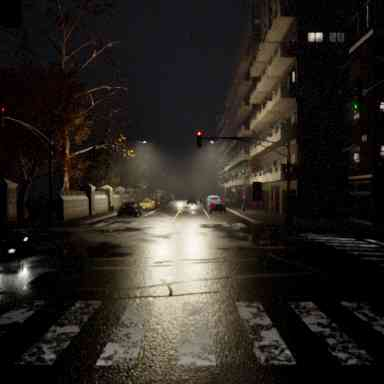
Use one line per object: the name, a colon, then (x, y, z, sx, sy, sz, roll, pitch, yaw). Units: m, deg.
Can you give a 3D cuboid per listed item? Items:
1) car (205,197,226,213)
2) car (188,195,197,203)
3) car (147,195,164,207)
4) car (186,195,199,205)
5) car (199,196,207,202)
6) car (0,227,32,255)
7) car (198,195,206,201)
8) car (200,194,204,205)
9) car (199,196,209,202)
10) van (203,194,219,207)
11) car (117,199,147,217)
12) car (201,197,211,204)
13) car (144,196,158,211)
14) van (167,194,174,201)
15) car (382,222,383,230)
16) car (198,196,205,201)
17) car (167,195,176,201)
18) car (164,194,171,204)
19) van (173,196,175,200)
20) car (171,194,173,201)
car: (2.696, 1.562, 36.513, 1.887, 1.381, 4.507, 0, 0, 0)
car: (0.006, 1.442, 70.019, 1.837, 1.490, 4.892, 0, 0, 0)
car: (-5.684, 1.345, 47.775, 2.192, 1.841, 5.009, 0, 0, 0)
car: (0.004, 1.594, 59.600, 2.033, 1.411, 5.357, 0, 0, 0)
car: (2.697, 1.632, 81.555, 1.887, 1.381, 4.507, 0, 0, 0)
car: (-8.241, 1.427, 11.362, 5.357, 1.411, 2.033, 1, 0, 17)
car: (2.698, 1.540, 87.185, 1.967, 1.590, 4.097, 0, 0, 0)
car: (2.697, 1.477, 53.405, 1.967, 1.590, 4.097, 0, 0, 0)
car: (2.697, 1.626, 75.925, 2.008, 1.369, 4.403, 0, 0, 0)
van: (2.697, 1.364, 42.145, 1.690, 1.788, 3.998, 0, 0, 0)
car: (-5.685, 1.578, 30.884, 1.947, 1.339, 4.313, 0, 0, 0)
car: (2.697, 1.600, 64.665, 1.887, 1.381, 4.507, 0, 0, 0)
car: (-5.684, 1.548, 41.975, 1.752, 1.417, 4.829, 0, 0, 0)
van: (-5.682, 1.441, 87.185, 1.690, 1.788, 3.998, 0, 0, 0)
car: (13.468, 1.603, 18.561, 5.009, 1.841, 2.192, 1, -1, -1)
car: (2.698, 1.697, 92.816, 1.802, 1.307, 4.206, 0, 0, 0)
car: (-5.682, 1.665, 92.815, 2.008, 1.369, 4.403, 0, 0, 0)
car: (-5.683, 1.495, 64.666, 1.967, 1.590, 4.097, 0, 0, 0)
van: (-5.682, 1.428, 81.556, 1.690, 1.788, 3.998, 0, 0, 0)
car: (-5.682, 1.505, 70.295, 1.967, 1.590, 4.097, 0, 0, 0)
